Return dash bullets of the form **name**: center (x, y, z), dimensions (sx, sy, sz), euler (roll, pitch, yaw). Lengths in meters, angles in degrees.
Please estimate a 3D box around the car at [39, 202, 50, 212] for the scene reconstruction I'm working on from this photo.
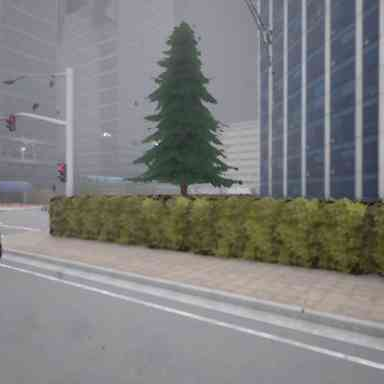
- **car**: center (-14.367, 1.410, 36.649), dimensions (2.128, 1.511, 4.902), euler (0, 0, 35)

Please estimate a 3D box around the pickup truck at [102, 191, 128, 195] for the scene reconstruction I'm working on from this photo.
- **pickup truck**: center (-13.594, 0.945, 60.387), dimensions (6.274, 2.098, 2.390), euler (0, 0, -24)

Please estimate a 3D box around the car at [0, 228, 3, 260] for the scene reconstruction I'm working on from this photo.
- **car**: center (-7.472, 1.193, 9.343), dimensions (5.566, 2.045, 2.150), euler (0, 0, 37)
